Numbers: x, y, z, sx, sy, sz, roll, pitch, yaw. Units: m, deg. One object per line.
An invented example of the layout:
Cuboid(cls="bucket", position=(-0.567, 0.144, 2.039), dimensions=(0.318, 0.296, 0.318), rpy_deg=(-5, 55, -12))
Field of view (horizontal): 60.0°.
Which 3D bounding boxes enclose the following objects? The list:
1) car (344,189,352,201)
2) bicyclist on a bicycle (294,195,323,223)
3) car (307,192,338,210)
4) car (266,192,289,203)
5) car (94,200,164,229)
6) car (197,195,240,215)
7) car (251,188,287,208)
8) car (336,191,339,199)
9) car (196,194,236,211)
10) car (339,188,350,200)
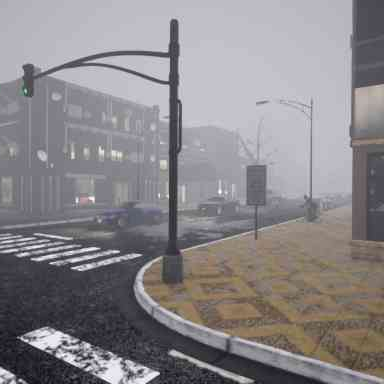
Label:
Cuboid(cls="car", position=(25.481, 0.619, 51.641), dimensions=(1.887, 1.381, 4.507), rpy_deg=(2, 2, 35))
Cuboid(cls="bicyclist on a bicycle", position=(6.830, 1.003, 19.562), dimensions=(1.656, 1.620, 0.582), rpy_deg=(0, 1, 35))
Cuboid(cls="car", position=(12.711, 0.993, 33.029), dimensions=(2.008, 1.369, 4.403), rpy_deg=(2, 2, 35))
Cuboid(cls="car", position=(12.170, 0.767, 47.203), dimensions=(1.802, 1.307, 4.206), rpy_deg=(2, 2, 35))
Cuboid(cls="car", position=(-3.600, 1.248, 19.843), dimensions=(1.812, 1.442, 4.674), rpy_deg=(1, 1, 37))
Cuboid(cls="car", position=(2.350, 1.028, 28.437), dimensions=(1.882, 1.535, 5.008), rpy_deg=(1, 1, 35))
Cuboid(cls="car", position=(8.369, 0.599, 37.104), dimensions=(2.150, 2.045, 5.566), rpy_deg=(1, 1, 35))
Cuboid(cls="car", position=(18.598, 0.788, 46.274), dimensions=(1.895, 1.301, 4.718), rpy_deg=(1, 1, 35))
Cuboid(cls="car", position=(2.450, 1.011, 33.340), dimensions=(2.008, 1.369, 4.403), rpy_deg=(2, 2, 35))
Cuboid(cls="car", position=(24.284, 0.572, 54.508), dimensions=(2.033, 1.411, 5.357), rpy_deg=(1, 1, 36))
